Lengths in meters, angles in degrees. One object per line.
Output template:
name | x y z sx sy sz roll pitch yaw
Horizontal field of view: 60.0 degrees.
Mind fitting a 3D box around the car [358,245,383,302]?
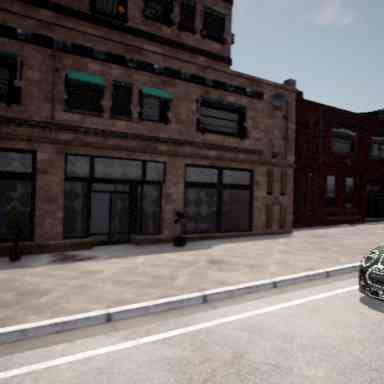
car | 5.712 1.392 7.258 4.553 1.767 2.097 0 0 -32
